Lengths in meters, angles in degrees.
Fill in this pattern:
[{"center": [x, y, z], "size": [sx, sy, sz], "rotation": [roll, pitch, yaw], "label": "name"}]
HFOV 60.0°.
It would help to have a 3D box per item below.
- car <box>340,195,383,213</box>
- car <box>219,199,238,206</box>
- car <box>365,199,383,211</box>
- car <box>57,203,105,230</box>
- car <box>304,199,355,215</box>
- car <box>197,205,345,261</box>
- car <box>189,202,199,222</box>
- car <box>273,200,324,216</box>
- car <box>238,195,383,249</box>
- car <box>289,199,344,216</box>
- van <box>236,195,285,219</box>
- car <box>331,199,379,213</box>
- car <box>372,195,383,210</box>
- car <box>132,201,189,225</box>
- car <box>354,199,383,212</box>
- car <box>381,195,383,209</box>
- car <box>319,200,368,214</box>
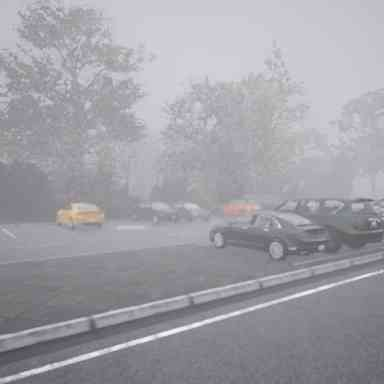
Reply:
[{"center": [22.242, 1.450, 42.402], "size": [2.435, 2.045, 5.566], "rotation": [1, 0, -36], "label": "car"}, {"center": [4.131, 1.392, 29.430], "size": [2.185, 1.767, 4.553], "rotation": [1, 0, -36], "label": "car"}, {"center": [26.653, 1.796, 45.594], "size": [2.002, 1.452, 4.674], "rotation": [1, 0, -36], "label": "car"}, {"center": [-7.216, 1.459, 21.359], "size": [2.097, 1.535, 5.008], "rotation": [0, 0, -35], "label": "car"}, {"center": [15.438, 1.630, 37.554], "size": [2.097, 1.535, 5.008], "rotation": [1, 0, -36], "label": "car"}, {"center": [2.632, 1.465, 12.317], "size": [2.231, 1.521, 4.892], "rotation": [0, 0, -36], "label": "car"}, {"center": [-0.420, 1.525, 26.219], "size": [2.002, 1.452, 4.674], "rotation": [0, 0, -36], "label": "car"}, {"center": [10.906, 1.624, 34.312], "size": [2.002, 1.452, 4.674], "rotation": [1, 0, -36], "label": "car"}, {"center": [4.892, 1.221, 13.973], "size": [2.435, 2.045, 5.566], "rotation": [0, 0, -36], "label": "car"}, {"center": [13.277, 1.604, 35.785], "size": [1.946, 1.575, 5.366], "rotation": [1, 0, -36], "label": "car"}, {"center": [6.308, 1.312, 31.167], "size": [1.878, 1.987, 4.442], "rotation": [0, 0, -36], "label": "van"}, {"center": [19.945, 1.706, 40.826], "size": [2.163, 1.488, 4.792], "rotation": [1, 0, -36], "label": "car"}, {"center": [29.034, 1.536, 47.268], "size": [2.435, 2.045, 5.566], "rotation": [1, 0, -36], "label": "car"}, {"center": [-2.690, 1.472, 24.602], "size": [2.097, 1.535, 5.008], "rotation": [0, 0, -36], "label": "car"}, {"center": [24.492, 1.729, 44.043], "size": [2.097, 1.535, 5.008], "rotation": [1, 0, -36], "label": "car"}, {"center": [31.197, 1.567, 48.819], "size": [2.435, 2.045, 5.566], "rotation": [1, 0, -36], "label": "car"}, {"center": [17.715, 1.683, 39.156], "size": [2.163, 1.488, 4.792], "rotation": [1, 0, -36], "label": "car"}]
